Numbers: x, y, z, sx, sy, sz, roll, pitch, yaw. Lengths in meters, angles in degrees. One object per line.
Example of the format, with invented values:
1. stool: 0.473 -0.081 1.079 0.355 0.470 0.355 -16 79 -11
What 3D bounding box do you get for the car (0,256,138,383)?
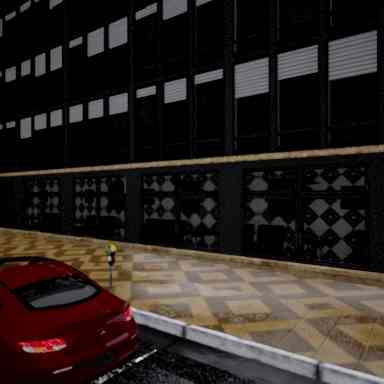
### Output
1. car: -2.593 1.580 4.675 4.206 1.307 1.802 0 0 35
